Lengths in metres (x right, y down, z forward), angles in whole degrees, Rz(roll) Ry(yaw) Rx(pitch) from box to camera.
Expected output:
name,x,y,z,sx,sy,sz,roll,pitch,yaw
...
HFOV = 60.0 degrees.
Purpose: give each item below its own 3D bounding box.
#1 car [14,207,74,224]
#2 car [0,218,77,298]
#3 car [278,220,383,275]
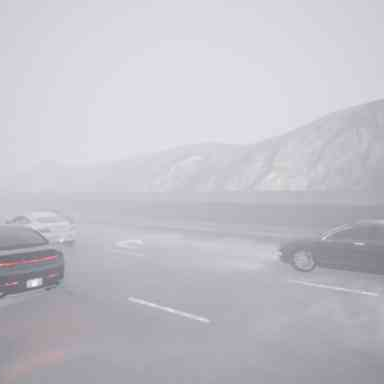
name,x,y,z,sx,sy,sz,roll,pitch,yaw
car,-6.638,1.569,14.047,4.674,1.442,1.812,0,0,41
car,-4.962,1.528,8.020,4.892,1.490,1.837,0,0,39
car,4.866,1.546,9.235,4.892,1.490,1.837,0,0,36
